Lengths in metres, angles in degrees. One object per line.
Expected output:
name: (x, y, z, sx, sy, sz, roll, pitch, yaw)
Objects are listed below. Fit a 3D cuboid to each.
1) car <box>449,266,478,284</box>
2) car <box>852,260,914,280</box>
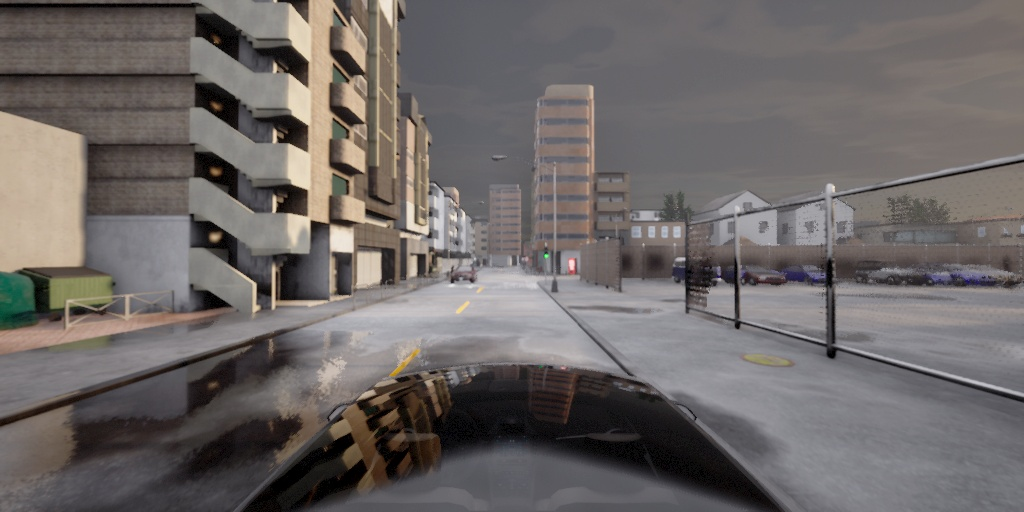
car: (-4.001, 1.543, 30.474, 1.812, 1.442, 4.674, 0, -1, 0)
car: (42.353, 1.373, 41.546, 5.566, 2.045, 2.150, 0, -1, 0)
